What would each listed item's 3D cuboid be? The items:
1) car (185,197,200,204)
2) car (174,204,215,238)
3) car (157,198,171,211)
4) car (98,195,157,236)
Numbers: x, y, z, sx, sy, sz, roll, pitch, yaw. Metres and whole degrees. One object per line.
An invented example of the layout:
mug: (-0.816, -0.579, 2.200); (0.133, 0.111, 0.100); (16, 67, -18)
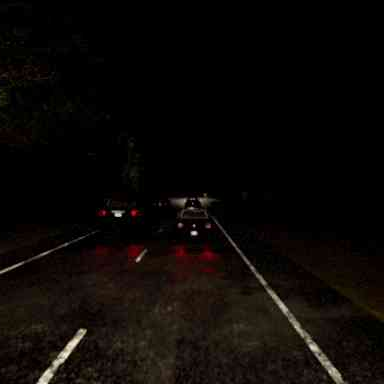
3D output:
car: (0.095, 1.375, 43.356); (1.994, 1.385, 4.181); (0, 0, 0)
car: (0.099, 1.529, 17.073); (1.895, 1.301, 4.718); (0, 0, 0)
car: (-3.404, 1.383, 38.094); (2.033, 1.411, 5.357); (0, 0, 0)
car: (-3.401, 1.145, 18.018); (2.150, 2.045, 5.566); (0, 0, 0)
